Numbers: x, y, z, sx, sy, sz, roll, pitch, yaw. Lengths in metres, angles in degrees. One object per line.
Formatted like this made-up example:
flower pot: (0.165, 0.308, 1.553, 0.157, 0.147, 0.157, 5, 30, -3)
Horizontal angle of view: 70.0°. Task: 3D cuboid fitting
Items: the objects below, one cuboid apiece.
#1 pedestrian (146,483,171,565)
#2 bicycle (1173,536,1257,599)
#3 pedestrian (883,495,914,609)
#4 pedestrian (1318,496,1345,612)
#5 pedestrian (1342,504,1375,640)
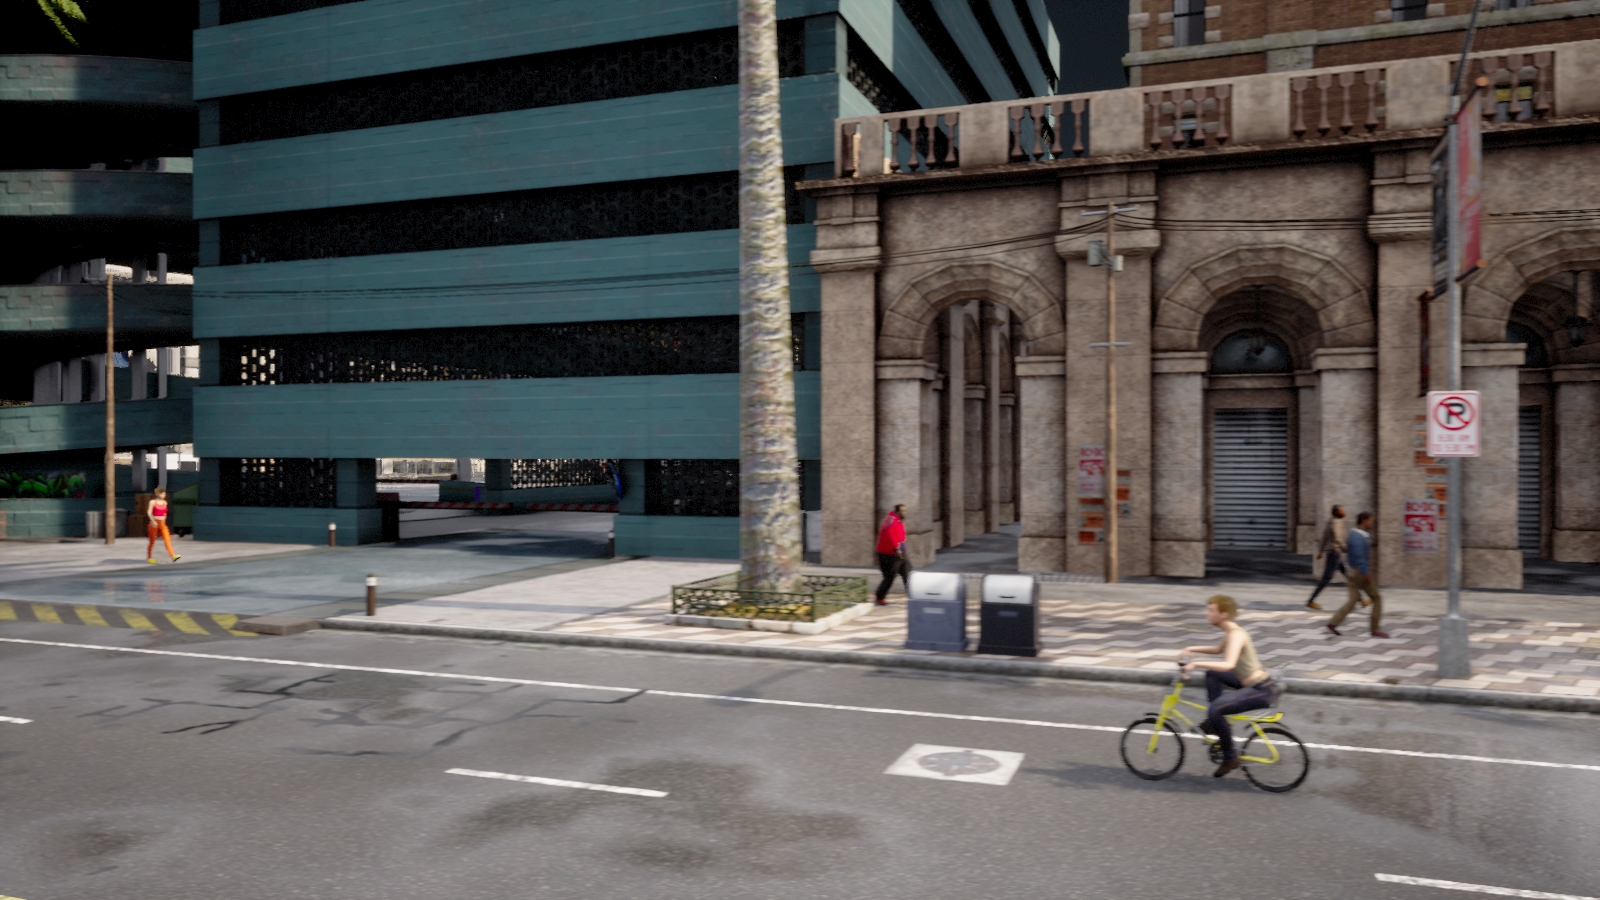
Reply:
pedestrian: (-14.828, 1.696, 26.411, 0.375, 1.860, 0.375, 0, 0, 26)
bicycle: (8.037, 2.256, 22.140, 1.487, 1.080, 0.859, 0, 0, 20)
pedestrian: (1.650, 1.698, 19.165, 0.375, 1.860, 0.375, 0, 0, 33)
pedestrian: (8.722, 1.696, 18.747, 0.375, 1.860, 0.375, 0, 0, 20)
pedestrian: (7.813, 1.697, 16.000, 0.375, 1.860, 0.375, 0, 0, 20)
